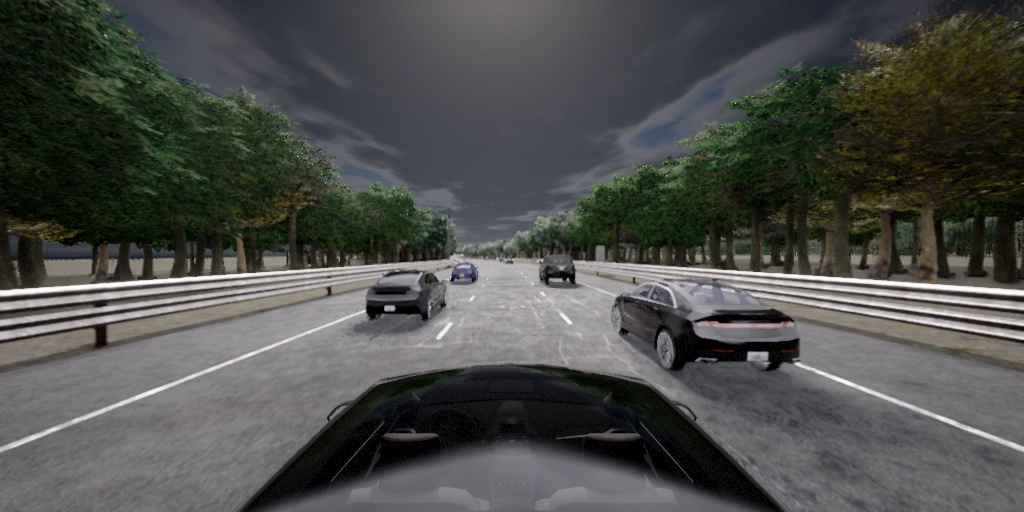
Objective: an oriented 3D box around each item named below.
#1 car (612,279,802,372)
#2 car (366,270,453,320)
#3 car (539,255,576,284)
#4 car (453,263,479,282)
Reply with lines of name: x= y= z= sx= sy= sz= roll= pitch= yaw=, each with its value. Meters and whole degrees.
car: x=3.549 y=1.226 z=7.593 sx=2.128 sy=1.511 sz=4.902 roll=0 pitch=0 yaw=0
car: x=-3.476 y=1.238 z=12.555 sx=1.837 sy=1.490 sz=4.892 roll=0 pitch=0 yaw=0
car: x=3.303 y=0.958 z=26.873 sx=2.150 sy=2.045 sz=5.566 roll=0 pitch=0 yaw=-1
car: x=-3.741 y=1.265 z=28.779 sx=1.812 sy=1.442 sz=4.674 roll=0 pitch=0 yaw=-1
